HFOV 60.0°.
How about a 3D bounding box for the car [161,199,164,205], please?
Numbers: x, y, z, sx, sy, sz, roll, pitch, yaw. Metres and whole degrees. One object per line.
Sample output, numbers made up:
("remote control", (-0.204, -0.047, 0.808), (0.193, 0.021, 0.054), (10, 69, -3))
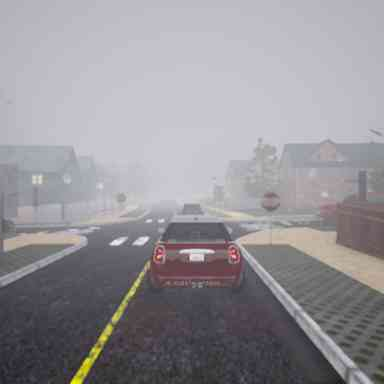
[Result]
("car", (-5.817, 2.198, 75.683), (1.812, 1.442, 4.674), (0, -1, -12))

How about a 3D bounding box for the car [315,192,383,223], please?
("car", (11.573, 1.037, 23.158), (5.566, 2.045, 2.150), (-1, -1, 1))

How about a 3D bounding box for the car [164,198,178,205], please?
("car", (-3.936, 2.167, 66.190), (1.994, 1.385, 4.181), (0, -1, -10))

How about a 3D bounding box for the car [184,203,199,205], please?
("car", (-0.054, 1.688, 28.024), (1.837, 1.490, 4.892), (0, -1, -2))

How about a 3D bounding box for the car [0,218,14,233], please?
("car", (-13.564, 1.860, 20.329), (5.008, 1.535, 1.882), (-1, -1, -1))

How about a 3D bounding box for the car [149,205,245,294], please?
("car", (0.095, 1.400, 9.102), (2.097, 1.767, 4.553), (0, 0, 0))
